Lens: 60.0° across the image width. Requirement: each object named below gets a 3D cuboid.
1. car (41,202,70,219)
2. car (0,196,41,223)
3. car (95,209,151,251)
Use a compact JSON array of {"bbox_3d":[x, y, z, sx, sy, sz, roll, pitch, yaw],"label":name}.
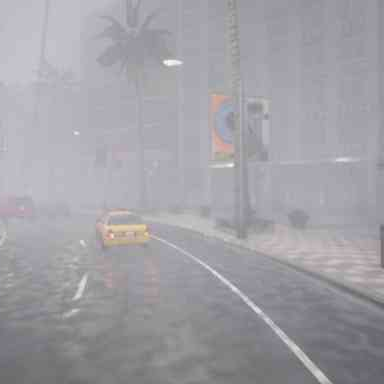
[{"bbox_3d":[-12.750,1.618,30.294,2.128,1.511,4.902,0,0,-41],"label":"car"},{"bbox_3d":[-14.341,1.353,26.884,2.150,2.045,5.566,0,0,-40],"label":"car"},{"bbox_3d":[-3.150,1.500,14.535,1.801,1.575,5.366,-1,0,-20],"label":"car"}]
